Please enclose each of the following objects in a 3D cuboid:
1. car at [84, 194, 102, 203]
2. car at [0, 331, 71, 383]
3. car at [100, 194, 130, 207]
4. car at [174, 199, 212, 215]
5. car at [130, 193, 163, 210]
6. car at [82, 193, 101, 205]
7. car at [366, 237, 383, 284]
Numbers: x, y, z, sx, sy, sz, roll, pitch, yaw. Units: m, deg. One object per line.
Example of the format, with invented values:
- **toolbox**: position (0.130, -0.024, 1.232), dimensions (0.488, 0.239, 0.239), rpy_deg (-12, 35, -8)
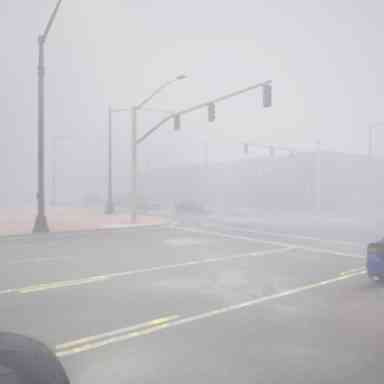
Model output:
- **car**: position (-20.427, 1.341, 68.662), dimensions (2.097, 1.767, 4.553), rpy_deg (0, 0, -36)
- **car**: position (-3.090, 1.506, 1.543), dimensions (4.892, 1.490, 1.837), rpy_deg (0, 0, -35)
- **car**: position (-11.560, 1.480, 50.146), dimensions (2.128, 1.511, 4.902), rpy_deg (0, 0, -36)
- **car**: position (0.065, 1.482, 33.935), dimensions (2.128, 1.511, 4.902), rpy_deg (0, 0, -36)
- **car**: position (-5.552, 1.341, 41.760), dimensions (2.097, 1.767, 4.553), rpy_deg (0, 0, -36)
- **car**: position (-17.594, 1.210, 58.637), dimensions (2.150, 2.045, 5.566), rpy_deg (0, 0, -37)
- **car**: position (6.307, 1.473, 8.374), dimensions (5.008, 1.535, 1.882), rpy_deg (0, 0, -37)
